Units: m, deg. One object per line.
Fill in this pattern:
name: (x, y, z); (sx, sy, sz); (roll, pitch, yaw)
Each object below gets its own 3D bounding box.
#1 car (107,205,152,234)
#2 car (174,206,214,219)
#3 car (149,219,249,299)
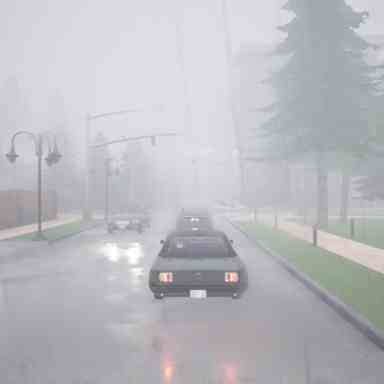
car: (-3.482, 1.493, 19.140); (2.128, 1.511, 4.902); (0, 0, 1)
car: (0.131, 1.505, 17.650); (1.837, 1.490, 4.892); (0, 0, 0)
car: (0.119, 1.601, 8.388); (1.895, 1.301, 4.718); (0, 0, 0)
